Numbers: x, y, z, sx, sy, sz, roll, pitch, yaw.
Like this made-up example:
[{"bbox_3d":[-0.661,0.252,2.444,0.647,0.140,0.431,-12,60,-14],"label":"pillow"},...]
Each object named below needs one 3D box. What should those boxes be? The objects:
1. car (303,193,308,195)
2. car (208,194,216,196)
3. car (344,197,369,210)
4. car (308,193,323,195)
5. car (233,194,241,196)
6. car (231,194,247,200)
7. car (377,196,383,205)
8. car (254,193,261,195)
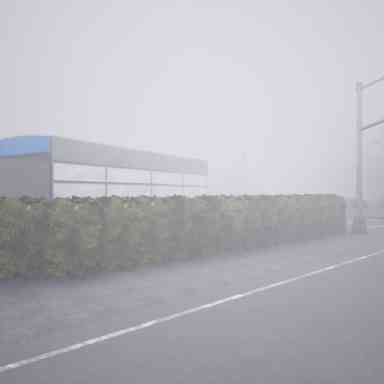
[{"bbox_3d":[24.982,1.077,72.595,3.866,1.878,1.905,0,0,-41],"label":"car"},{"bbox_3d":[4.546,1.298,85.242,4.514,1.523,2.007,0,0,-41],"label":"car"},{"bbox_3d":[19.290,1.340,39.529,4.514,1.523,2.007,0,0,-41],"label":"car"},{"bbox_3d":[27.179,1.097,70.648,4.605,1.855,1.932,0,0,-41],"label":"car"},{"bbox_3d":[8.946,1.298,63.519,4.514,1.523,2.007,0,0,-41],"label":"car"},{"bbox_3d":[12.288,1.232,87.019,3.806,1.475,1.970,0,0,-41],"label":"car"},{"bbox_3d":[31.531,1.384,53.866,3.806,1.475,1.970,0,0,-41],"label":"car"},{"bbox_3d":[16.693,1.154,82.340,5.027,1.636,2.152,0,0,-41],"label":"car"}]
